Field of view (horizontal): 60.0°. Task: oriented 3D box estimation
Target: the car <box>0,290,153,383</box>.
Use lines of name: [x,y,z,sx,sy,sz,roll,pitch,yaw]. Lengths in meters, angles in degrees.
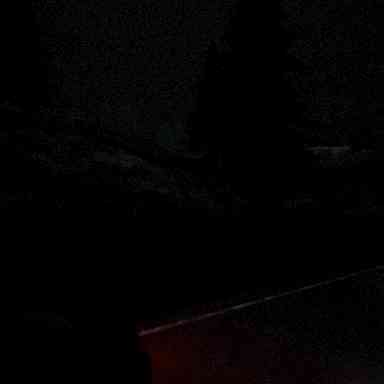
car: [-2.510,1.526,2.179,4.674,1.442,1.812,0,0,-35]
